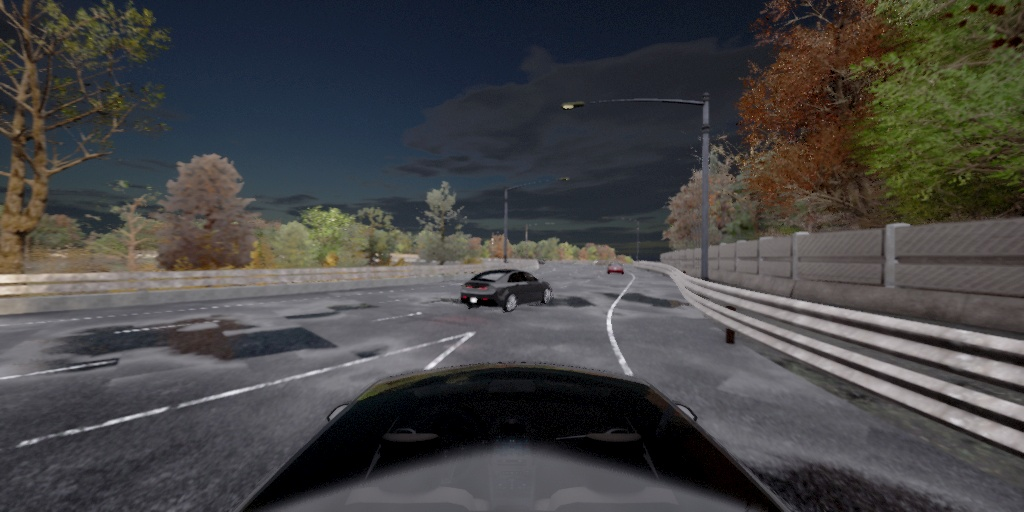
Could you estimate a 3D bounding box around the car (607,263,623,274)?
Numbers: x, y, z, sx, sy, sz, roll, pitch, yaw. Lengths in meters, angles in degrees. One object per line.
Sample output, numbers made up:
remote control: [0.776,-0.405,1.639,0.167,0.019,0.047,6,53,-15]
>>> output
car: [13.352,1.554,46.479,1.994,1.385,4.181,1,0,14]

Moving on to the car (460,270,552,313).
car: [-0.054,1.283,14.383,1.837,1.490,4.892,1,0,32]
